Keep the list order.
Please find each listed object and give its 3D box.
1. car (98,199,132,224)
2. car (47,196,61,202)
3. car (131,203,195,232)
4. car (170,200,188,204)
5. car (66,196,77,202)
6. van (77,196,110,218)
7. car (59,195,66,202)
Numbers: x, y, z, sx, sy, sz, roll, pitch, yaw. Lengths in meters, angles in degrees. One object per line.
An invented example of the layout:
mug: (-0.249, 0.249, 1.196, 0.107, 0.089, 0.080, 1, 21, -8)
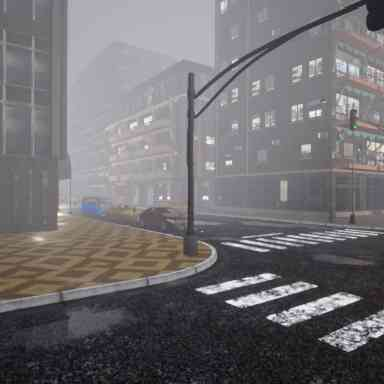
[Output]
car: (-4.914, 1.459, 24.267, 1.752, 1.417, 4.829, 0, 0, -36)
car: (-31.205, 1.490, 75.313, 1.947, 1.339, 4.313, 0, 0, -36)
car: (-1.713, 1.526, 19.803, 1.802, 1.307, 4.206, 0, 0, -36)
car: (-1.603, 1.488, 34.029, 1.752, 1.417, 4.829, 0, 0, -36)
car: (-21.405, 1.448, 61.645, 1.752, 1.417, 4.829, 0, 0, -36)
van: (-8.313, 1.266, 29.008, 1.690, 1.788, 3.998, 0, 0, -36)
car: (-27.906, 1.361, 70.712, 1.967, 1.590, 4.097, 0, 0, -36)
